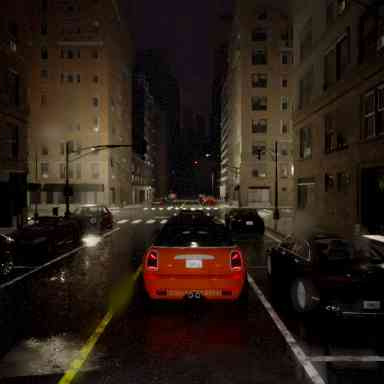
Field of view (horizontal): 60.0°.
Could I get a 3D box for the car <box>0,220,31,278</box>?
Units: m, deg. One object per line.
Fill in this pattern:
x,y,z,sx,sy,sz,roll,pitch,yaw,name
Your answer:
-5.677,1.566,7.438,1.947,1.339,4.313,0,0,0,car

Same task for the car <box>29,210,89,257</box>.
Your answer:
-5.684,1.582,12.939,1.802,1.307,4.206,0,0,0,car

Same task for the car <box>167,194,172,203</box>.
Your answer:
-5.690,1.606,66.361,2.008,1.369,4.403,0,0,0,car

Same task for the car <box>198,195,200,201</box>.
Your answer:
2.835,1.605,66.358,2.008,1.369,4.403,0,0,0,car

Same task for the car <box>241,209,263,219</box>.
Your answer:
2.836,1.566,18.450,1.947,1.339,4.313,0,0,0,car

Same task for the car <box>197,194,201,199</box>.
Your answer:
2.841,1.523,77.176,1.967,1.590,4.097,0,0,0,car

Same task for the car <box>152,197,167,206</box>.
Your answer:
-5.697,1.617,55.544,1.802,1.307,4.206,0,0,0,car

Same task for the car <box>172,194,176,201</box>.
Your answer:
-5.680,1.625,82.416,1.752,1.417,4.829,0,0,0,car

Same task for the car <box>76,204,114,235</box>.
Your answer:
-5.690,1.440,18.441,1.967,1.590,4.097,0,0,0,car

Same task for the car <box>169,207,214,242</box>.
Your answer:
-0.015,1.564,16.963,1.994,1.385,4.181,0,0,0,car

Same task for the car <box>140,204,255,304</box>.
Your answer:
0.054,1.352,8.309,2.097,1.767,4.553,0,0,0,car

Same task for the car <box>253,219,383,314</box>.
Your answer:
2.848,1.550,7.448,2.008,1.369,4.403,0,0,0,car

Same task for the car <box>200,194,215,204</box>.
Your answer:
2.827,1.475,55.540,1.967,1.590,4.097,0,0,0,car

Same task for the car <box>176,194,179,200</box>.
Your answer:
-5.673,1.455,93.404,2.192,1.841,5.009,0,0,0,car

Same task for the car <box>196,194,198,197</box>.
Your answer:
2.848,1.559,87.994,1.967,1.590,4.097,0,0,0,car
